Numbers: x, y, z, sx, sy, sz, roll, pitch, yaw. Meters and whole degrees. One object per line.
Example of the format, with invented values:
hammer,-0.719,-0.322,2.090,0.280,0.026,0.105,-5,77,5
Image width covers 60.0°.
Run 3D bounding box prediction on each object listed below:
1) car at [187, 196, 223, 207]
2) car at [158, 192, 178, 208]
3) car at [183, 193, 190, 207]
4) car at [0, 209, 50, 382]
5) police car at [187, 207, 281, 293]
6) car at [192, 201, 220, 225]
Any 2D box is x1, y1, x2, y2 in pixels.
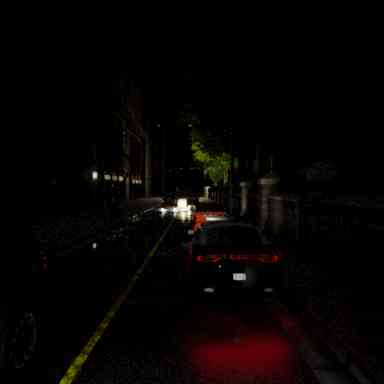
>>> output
car,0.939,1.328,18.821,2.097,1.767,4.553,0,0,0
car,-3.001,1.230,44.942,2.097,1.767,4.553,0,0,0
car,0.126,1.351,47.818,2.128,1.511,4.902,0,0,1
car,-3.095,1.221,2.516,2.150,2.045,5.566,0,0,0
police car,0.918,1.419,8.962,1.930,1.638,5.238,0,0,0
car,0.952,1.467,24.852,1.837,1.490,4.892,0,0,0
